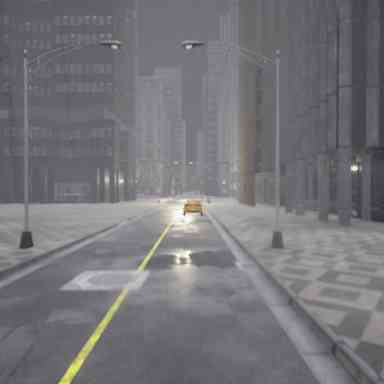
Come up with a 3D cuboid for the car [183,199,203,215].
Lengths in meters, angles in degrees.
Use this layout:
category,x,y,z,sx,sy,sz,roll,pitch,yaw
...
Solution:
category,x,y,z,sx,sy,sz,roll,pitch,yaw
car,0.087,1.483,34.090,1.882,1.535,5.008,0,0,0
